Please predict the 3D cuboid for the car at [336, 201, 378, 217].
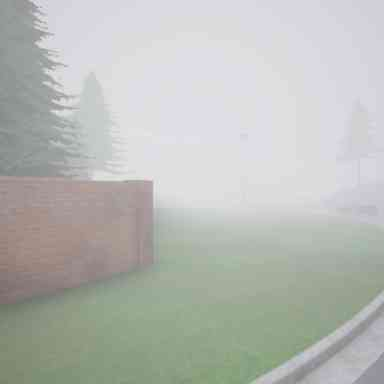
[{"bbox_3d":[16.312,1.607,33.204,1.882,1.535,5.008,1,0,-5],"label":"car"}]
